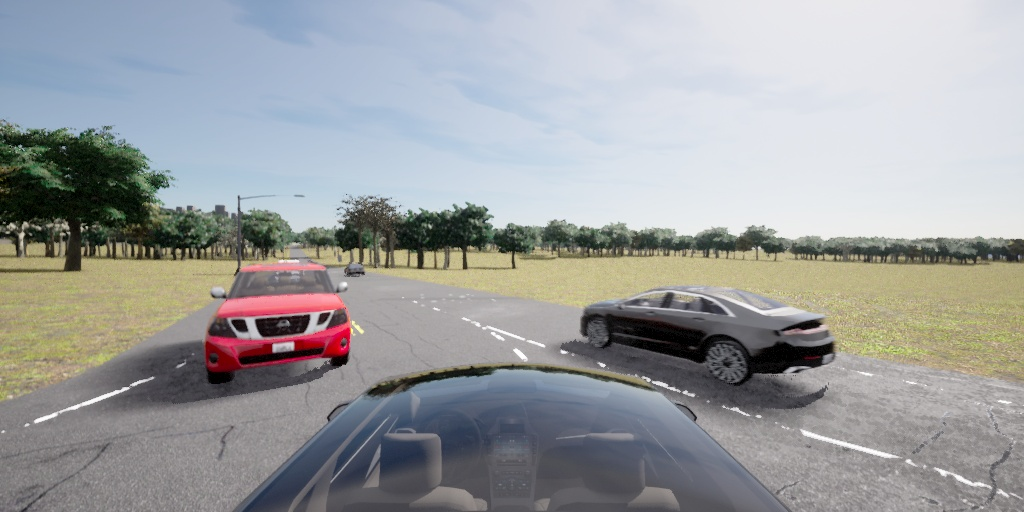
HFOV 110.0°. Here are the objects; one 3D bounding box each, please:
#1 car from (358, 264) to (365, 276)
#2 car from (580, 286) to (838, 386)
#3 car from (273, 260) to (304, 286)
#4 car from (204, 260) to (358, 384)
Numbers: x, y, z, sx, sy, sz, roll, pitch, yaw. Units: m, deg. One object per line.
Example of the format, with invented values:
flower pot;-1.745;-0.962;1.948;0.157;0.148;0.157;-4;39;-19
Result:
car;-19.891;1.746;45.265;2.033;1.411;5.357;-1;0;-32
car;3.504;1.366;7.479;2.128;1.511;4.902;0;-1;-32
car;-19.525;1.390;31.390;2.150;2.045;5.566;-1;0;-32
car;-5.172;1.180;8.188;2.150;2.045;5.566;0;-1;-32
